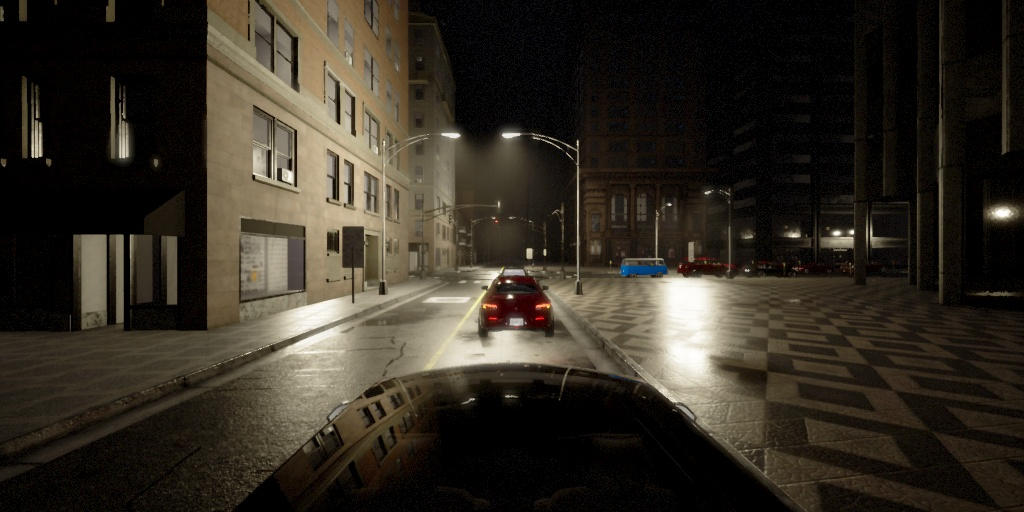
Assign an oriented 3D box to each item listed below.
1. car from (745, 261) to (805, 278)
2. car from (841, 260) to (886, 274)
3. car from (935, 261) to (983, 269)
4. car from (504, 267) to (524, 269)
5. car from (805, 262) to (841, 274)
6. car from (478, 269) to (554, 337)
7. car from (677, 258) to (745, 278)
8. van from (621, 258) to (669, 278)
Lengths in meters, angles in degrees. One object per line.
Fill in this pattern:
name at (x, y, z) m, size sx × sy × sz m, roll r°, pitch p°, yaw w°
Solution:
car at (23.030, 1.326, 32.080) m, size 4.313 × 1.339 × 1.948 m, roll 0°, pitch 0°, yaw -1°
car at (39.848, 1.185, 40.851) m, size 4.097 × 1.591 × 1.967 m, roll 0°, pitch 0°, yaw -1°
car at (39.947, 1.190, 32.326) m, size 4.097 × 1.591 × 1.967 m, roll 0°, pitch 0°, yaw -1°
car at (0.114, 1.303, 19.977) m, size 1.994 × 1.385 × 4.181 m, roll 0°, pitch 0°, yaw 0°
car at (34.209, 1.331, 40.769) m, size 4.207 × 1.307 × 1.802 m, roll 0°, pitch 0°, yaw -1°
car at (0.097, 1.271, 10.105) m, size 1.812 × 1.442 × 4.674 m, roll 0°, pitch 0°, yaw 0°
car at (17.390, 1.078, 31.998) m, size 5.009 × 1.841 × 2.192 m, roll 0°, pitch 0°, yaw -1°
van at (11.749, 1.105, 31.916) m, size 3.998 × 1.789 × 1.690 m, roll 0°, pitch 0°, yaw -1°
